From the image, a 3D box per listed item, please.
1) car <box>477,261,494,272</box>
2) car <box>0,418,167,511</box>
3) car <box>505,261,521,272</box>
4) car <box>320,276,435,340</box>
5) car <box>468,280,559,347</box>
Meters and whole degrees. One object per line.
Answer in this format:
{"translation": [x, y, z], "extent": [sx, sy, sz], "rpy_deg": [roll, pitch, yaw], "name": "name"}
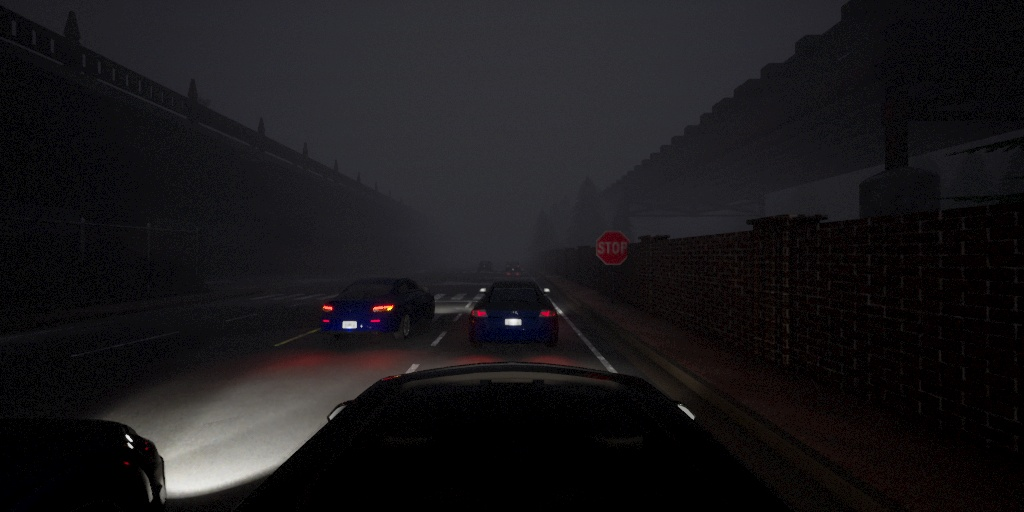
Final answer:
{"translation": [-3.395, 1.291, 45.950], "extent": [2.033, 1.411, 5.357], "rpy_deg": [0, 0, -1], "name": "car"}
{"translation": [-3.399, 1.314, 0.730], "extent": [1.994, 1.385, 4.181], "rpy_deg": [0, 0, 0], "name": "car"}
{"translation": [0.099, 1.344, 46.119], "extent": [1.895, 1.301, 4.718], "rpy_deg": [0, 0, -1], "name": "car"}
{"translation": [-3.413, 1.275, 9.825], "extent": [1.812, 1.442, 4.674], "rpy_deg": [0, 0, 0], "name": "car"}
{"translation": [0.069, 1.313, 9.303], "extent": [1.994, 1.385, 4.181], "rpy_deg": [0, 0, 1], "name": "car"}
